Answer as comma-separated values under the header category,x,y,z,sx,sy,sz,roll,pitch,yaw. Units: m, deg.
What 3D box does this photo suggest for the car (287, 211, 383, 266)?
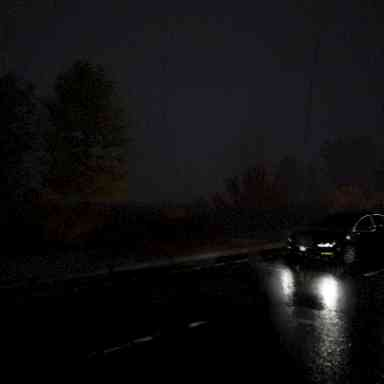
category,x,y,z,sx,sy,sz,roll,pitch,yaw
car,5.305,1.430,11.321,4.892,1.490,1.837,-1,0,-35
